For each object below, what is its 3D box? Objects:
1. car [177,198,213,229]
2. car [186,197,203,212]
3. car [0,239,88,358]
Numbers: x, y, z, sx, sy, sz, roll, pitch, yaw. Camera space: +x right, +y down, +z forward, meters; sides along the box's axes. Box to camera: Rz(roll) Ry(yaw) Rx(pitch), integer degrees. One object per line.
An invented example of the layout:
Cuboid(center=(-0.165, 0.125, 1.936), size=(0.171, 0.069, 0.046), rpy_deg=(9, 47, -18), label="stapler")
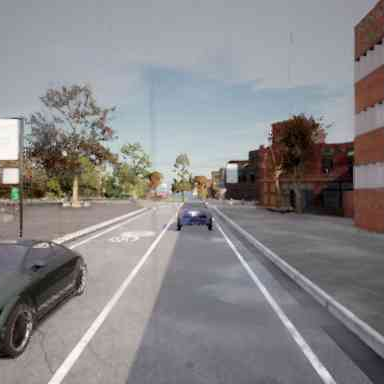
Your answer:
Cuboid(center=(0.161, 1.314, 21.163), size=(2.097, 1.767, 4.553), rpy_deg=(0, 0, 0), label="car")
Cuboid(center=(0.332, 1.422, 39.089), size=(1.837, 1.490, 4.892), rpy_deg=(0, 0, 2), label="car")
Cuboid(center=(-3.340, 1.560, 5.841), size=(1.994, 1.385, 4.181), rpy_deg=(0, 0, 0), label="car")
